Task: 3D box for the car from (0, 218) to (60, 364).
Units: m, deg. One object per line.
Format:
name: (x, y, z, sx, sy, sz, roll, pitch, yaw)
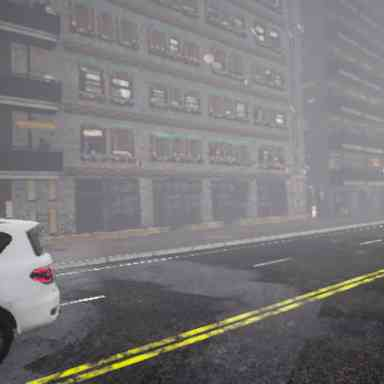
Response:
car: (-4.668, 1.445, 4.238, 5.566, 2.045, 2.150, 0, -2, -36)
